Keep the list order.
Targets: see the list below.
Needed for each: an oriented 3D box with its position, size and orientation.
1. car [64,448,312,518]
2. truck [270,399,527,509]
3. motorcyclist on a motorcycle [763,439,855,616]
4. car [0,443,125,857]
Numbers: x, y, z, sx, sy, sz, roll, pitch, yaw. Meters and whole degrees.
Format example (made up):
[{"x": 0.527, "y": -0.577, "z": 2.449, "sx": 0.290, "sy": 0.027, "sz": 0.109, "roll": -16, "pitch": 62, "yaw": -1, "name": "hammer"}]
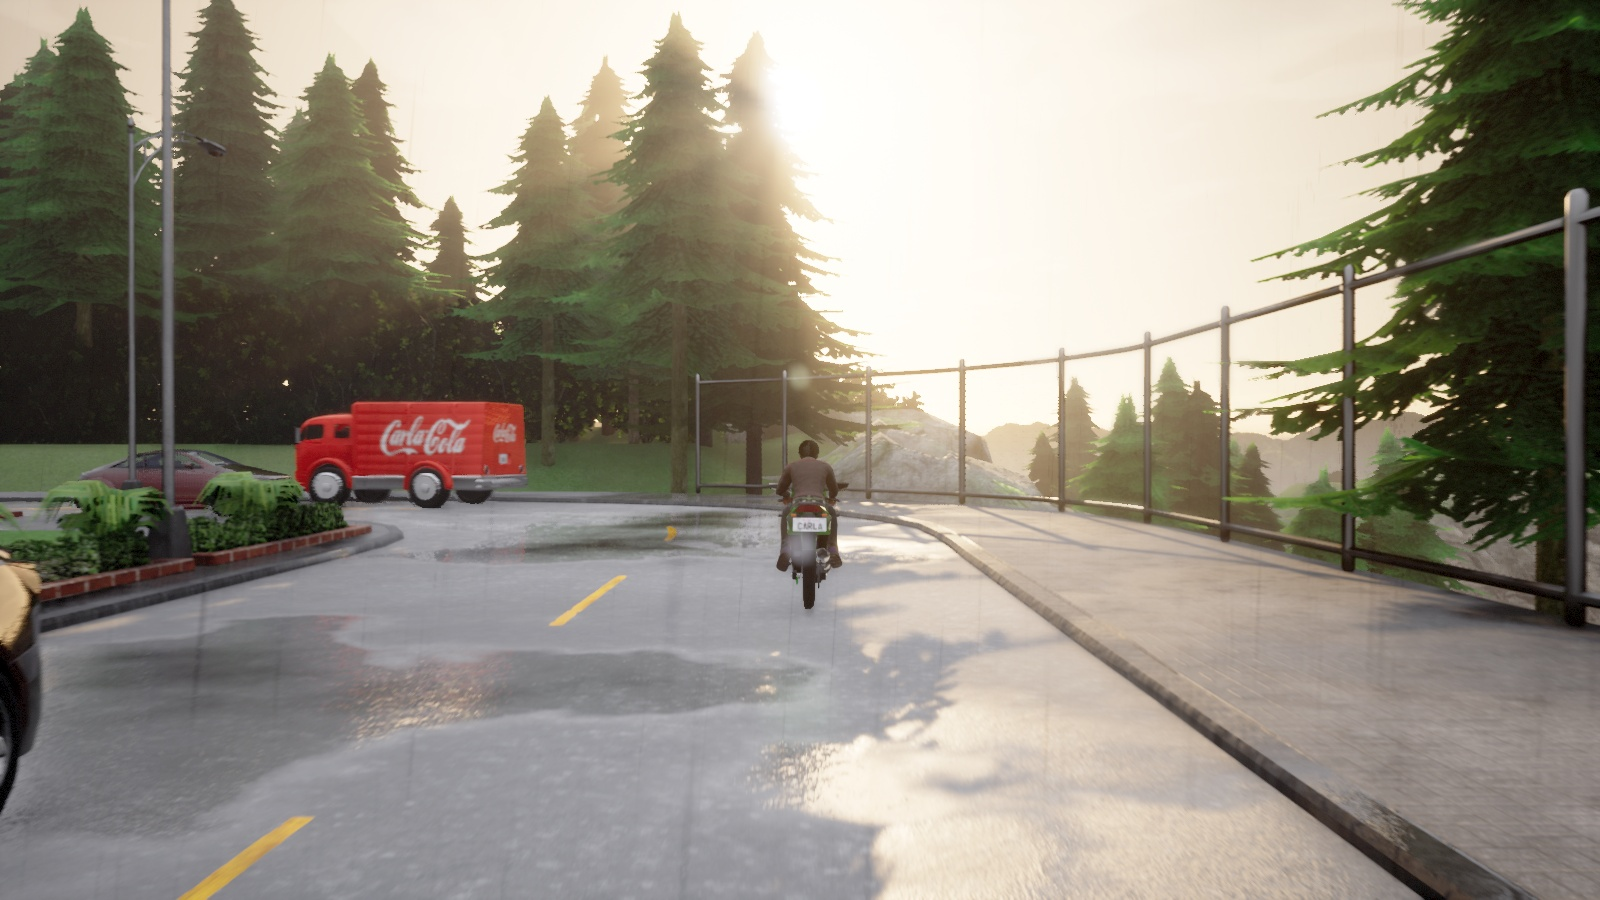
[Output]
[{"x": -12.631, "y": 0.653, "z": 26.101, "sx": 4.181, "sy": 1.385, "sz": 1.994, "roll": 0, "pitch": 0, "yaw": 0, "name": "car"}, {"x": -9.474, "y": 0.084, "z": 29.893, "sx": 5.204, "sy": 2.467, "sz": 2.627, "roll": 0, "pitch": 0, "yaw": 12, "name": "truck"}, {"x": 0.082, "y": 0.662, "z": 11.849, "sx": 0.797, "sy": 1.523, "sz": 2.044, "roll": 0, "pitch": 0, "yaw": 0, "name": "motorcyclist on a motorcycle"}, {"x": -3.967, "y": 0.726, "z": 2.948, "sx": 2.163, "sy": 1.488, "sz": 4.792, "roll": 0, "pitch": 0, "yaw": 0, "name": "car"}]
